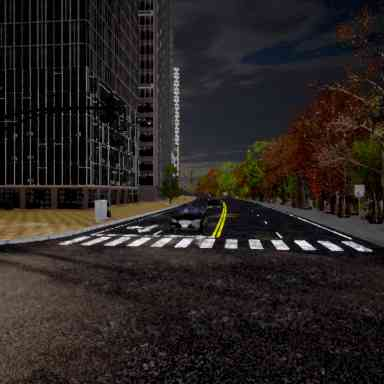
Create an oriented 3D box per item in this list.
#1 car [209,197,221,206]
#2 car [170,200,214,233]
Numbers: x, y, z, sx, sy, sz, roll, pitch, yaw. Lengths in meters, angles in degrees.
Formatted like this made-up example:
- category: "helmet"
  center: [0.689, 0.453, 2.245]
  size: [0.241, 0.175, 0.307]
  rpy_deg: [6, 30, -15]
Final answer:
- category: "car"
  center: [3.710, 1.559, 54.134]
  size: [1.994, 1.385, 4.181]
  rpy_deg: [0, 0, 6]
- category: "car"
  center: [-0.071, 1.501, 19.869]
  size: [2.128, 1.511, 4.902]
  rpy_deg: [0, 0, 7]
